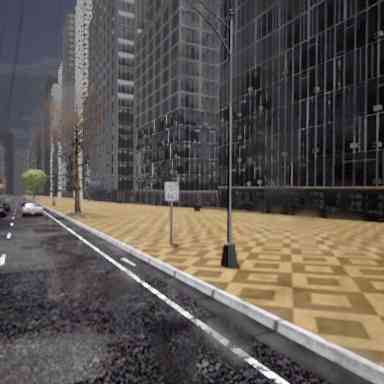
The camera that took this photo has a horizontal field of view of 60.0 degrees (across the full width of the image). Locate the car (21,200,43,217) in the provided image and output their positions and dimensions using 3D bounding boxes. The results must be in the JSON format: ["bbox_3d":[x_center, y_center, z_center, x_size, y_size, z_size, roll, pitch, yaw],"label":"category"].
[{"bbox_3d":[-16.551,1.786,34.466,1.895,1.301,4.718,0,0,-27],"label":"car"}]

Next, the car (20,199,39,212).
[{"bbox_3d":[-21.277,1.726,43.571,2.128,1.511,4.902,0,0,-27],"label":"car"}]

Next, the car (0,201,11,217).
[{"bbox_3d":[-19.087,1.721,32.415,2.033,1.411,5.357,0,0,-28],"label":"car"}]

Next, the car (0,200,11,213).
[{"bbox_3d":[-23.793,1.785,41.439,1.994,1.385,4.181,0,0,-27],"label":"car"}]
